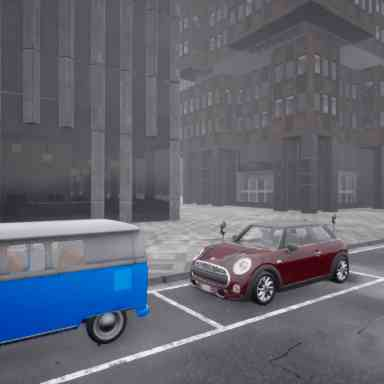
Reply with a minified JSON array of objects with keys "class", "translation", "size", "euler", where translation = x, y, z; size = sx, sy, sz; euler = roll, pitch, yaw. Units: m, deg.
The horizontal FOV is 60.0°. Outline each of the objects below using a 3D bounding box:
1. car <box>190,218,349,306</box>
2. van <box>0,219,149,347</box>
[{"class":"car","translation":[1.920,1.441,7.987],"size":[4.097,1.590,1.967],"euler":[0,0,-35]},{"class":"van","translation":[-2.591,1.341,4.798],"size":[3.998,1.788,1.690],"euler":[0,0,-35]}]
